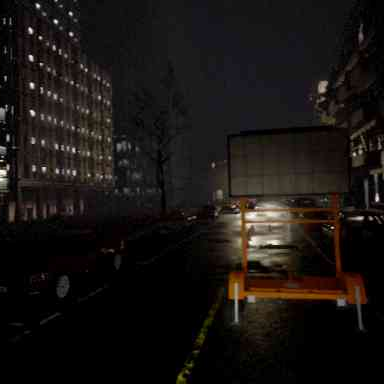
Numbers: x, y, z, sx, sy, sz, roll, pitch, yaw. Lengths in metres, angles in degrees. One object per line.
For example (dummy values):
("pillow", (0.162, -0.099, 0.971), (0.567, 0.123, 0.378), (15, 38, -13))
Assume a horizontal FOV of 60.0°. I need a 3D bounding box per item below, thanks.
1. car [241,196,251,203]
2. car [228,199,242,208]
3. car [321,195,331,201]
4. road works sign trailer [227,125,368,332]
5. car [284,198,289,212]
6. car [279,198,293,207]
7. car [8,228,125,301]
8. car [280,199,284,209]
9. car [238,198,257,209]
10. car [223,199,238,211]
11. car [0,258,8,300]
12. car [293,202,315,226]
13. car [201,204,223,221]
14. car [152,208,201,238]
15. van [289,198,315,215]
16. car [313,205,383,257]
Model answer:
("car", (14.520, 1.956, 89.174), (2.192, 1.841, 5.009), (-2, -1, 13))
("car", (7.483, 1.993, 57.559), (1.887, 1.381, 4.507), (-2, -1, 13))
("car", (30.349, 1.311, 72.350), (4.403, 1.369, 2.008), (-3, 0, 12))
("road works sign trailer", (2.001, 0.483, 6.954), (2.380, 3.560, 2.880), (-2, -1, 13))
("car", (10.843, 1.514, 34.139), (1.967, 1.590, 4.097), (-2, -1, 13))
("car", (15.659, 1.741, 55.739), (2.008, 1.369, 4.403), (-2, -1, 13))
("car", (-3.346, 1.742, 8.957), (1.887, 1.381, 4.507), (-2, -1, 13))
("car", (13.253, 1.681, 44.938), (2.008, 1.369, 4.403), (-2, -1, 13))
("car", (7.726, 1.909, 46.403), (1.895, 1.301, 4.718), (-2, -1, 13))
("car", (5.039, 1.913, 46.593), (1.752, 1.417, 4.829), (-2, -1, 13))
("car", (-4.548, 1.724, 3.557), (2.008, 1.369, 4.403), (-2, -1, 13))
("car", (8.441, 1.600, 23.337), (1.802, 1.307, 4.206), (-2, -1, 13))
("car", (1.468, 1.886, 30.558), (1.802, 1.307, 4.206), (-2, -1, 13))
("car", (-0.977, 1.774, 19.592), (1.752, 1.417, 4.829), (-2, -1, 13))
("van", (9.637, 1.387, 28.740), (1.690, 1.788, 3.998), (-2, -1, 13))
("car", (6.031, 1.405, 12.538), (1.967, 1.590, 4.097), (-2, -1, 13))
